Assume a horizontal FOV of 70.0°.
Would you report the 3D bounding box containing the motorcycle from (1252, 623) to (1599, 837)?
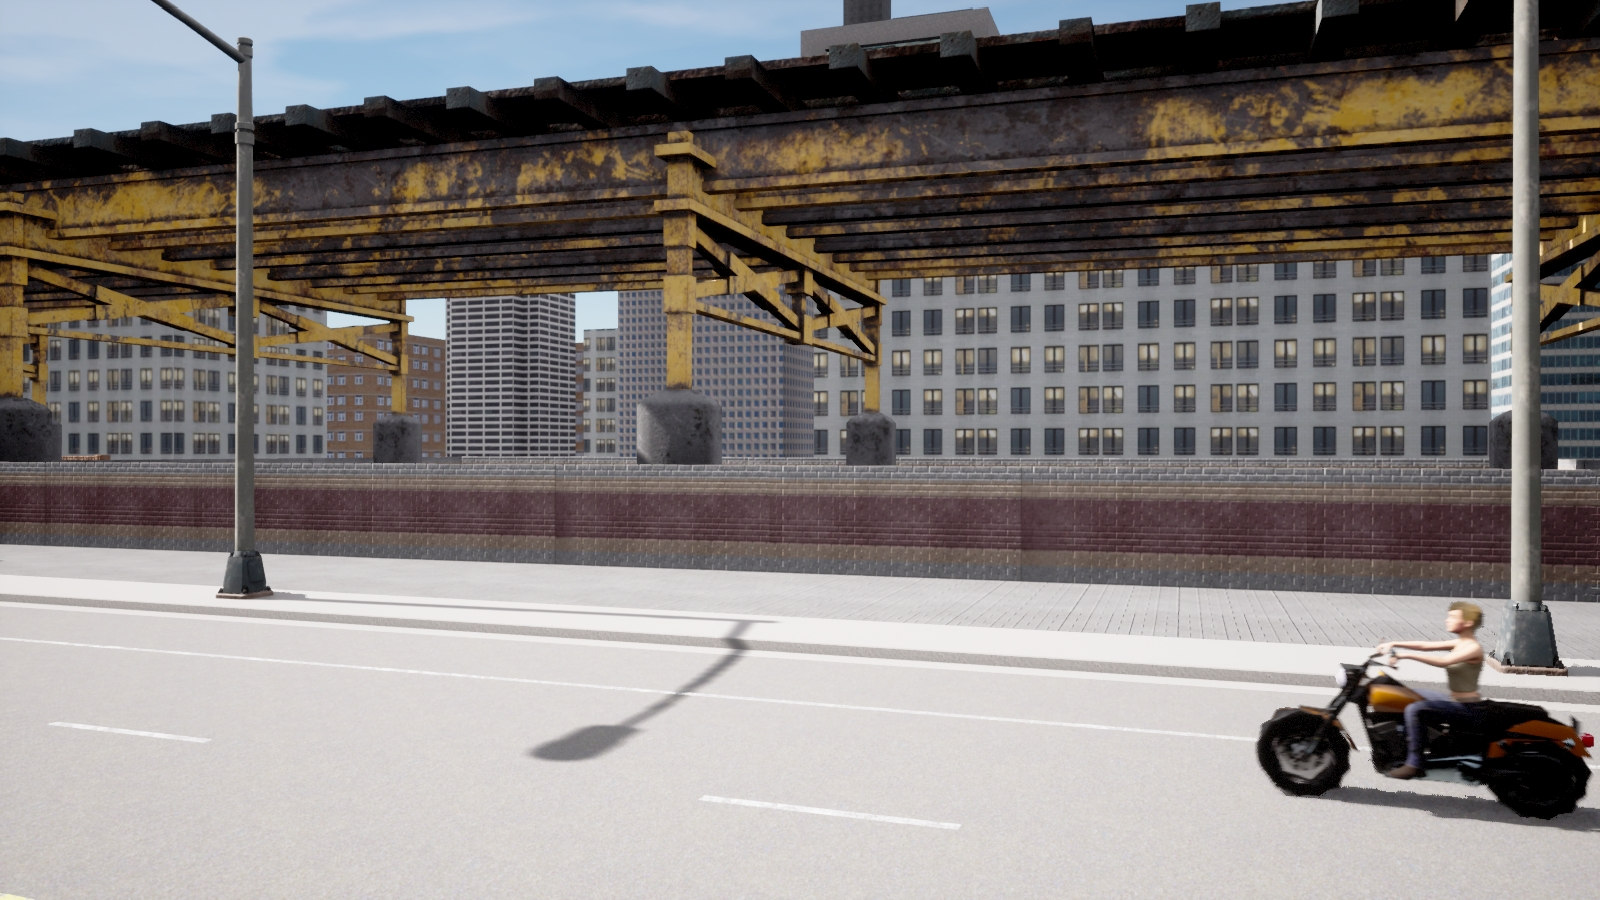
[{"bbox_3d":[4.844,2.142,9.014,2.356,1.332,0.764,0,0,20],"label":"motorcycle"}]
